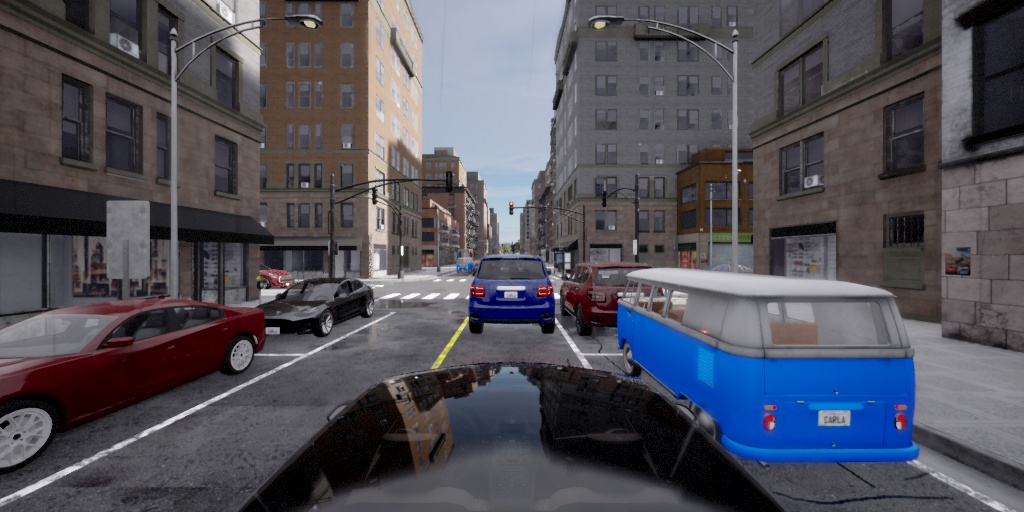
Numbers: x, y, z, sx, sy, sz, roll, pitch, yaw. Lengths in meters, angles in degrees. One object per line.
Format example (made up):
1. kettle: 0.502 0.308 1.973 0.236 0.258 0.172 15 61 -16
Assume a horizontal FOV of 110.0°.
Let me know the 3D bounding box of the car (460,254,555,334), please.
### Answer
1. car: 0.036 0.971 10.797 2.150 2.045 5.566 0 0 1

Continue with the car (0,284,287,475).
1. car: -5.391 1.295 4.758 1.888 1.381 4.507 0 0 0

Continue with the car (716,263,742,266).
1. car: 14.683 1.225 25.211 5.357 1.411 2.033 0 0 0

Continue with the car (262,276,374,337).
1. car: -5.410 1.316 10.268 1.948 1.339 4.313 0 0 0

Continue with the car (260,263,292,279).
1. car: -16.085 1.164 22.112 4.553 1.767 2.097 0 0 0

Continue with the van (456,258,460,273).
1. van: -5.537 1.086 42.232 1.690 1.789 3.998 0 0 0

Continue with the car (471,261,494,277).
1. car: -2.948 1.251 36.663 1.837 1.490 4.892 0 0 1

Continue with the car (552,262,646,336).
1. car: 2.615 1.065 10.296 2.192 1.841 5.009 0 0 0

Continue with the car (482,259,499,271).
1. car: -3.004 1.235 50.893 2.128 1.511 4.902 0 0 0

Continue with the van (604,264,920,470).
1. van: 2.634 1.091 4.784 1.690 1.789 3.998 0 0 0
